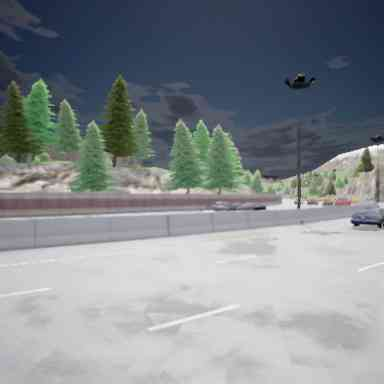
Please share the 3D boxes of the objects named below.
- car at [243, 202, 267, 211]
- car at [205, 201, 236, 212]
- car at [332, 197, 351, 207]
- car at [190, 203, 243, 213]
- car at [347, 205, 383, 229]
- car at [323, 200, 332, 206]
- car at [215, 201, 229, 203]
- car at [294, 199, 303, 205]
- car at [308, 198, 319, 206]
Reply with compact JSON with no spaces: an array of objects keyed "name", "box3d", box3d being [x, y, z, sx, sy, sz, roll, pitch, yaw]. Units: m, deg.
[{"name":"car","box3d":[6.823,1.870,38.483,1.882,1.535,5.008,0,-1,42]},{"name":"car","box3d":[3.917,1.965,45.724,1.812,1.442,4.674,0,-1,41]},{"name":"car","box3d":[27.666,1.950,60.764,2.150,2.045,5.566,0,0,31]},{"name":"car","box3d":[1.952,1.872,28.541,4.718,1.301,1.895,1,-1,-43]},{"name":"car","box3d":[13.421,1.857,24.580,2.033,1.411,5.357,0,-1,43]},{"name":"car","box3d":[29.155,2.383,70.973,1.994,1.385,4.181,0,-1,27]},{"name":"car","box3d":[4.937,2.009,41.577,1.895,1.301,4.718,0,-1,42]},{"name":"car","box3d":[25.784,2.446,80.393,1.994,1.385,4.181,0,-1,23]},{"name":"car","box3d":[28.005,2.231,76.764,2.097,1.767,4.553,0,-1,25]}]
